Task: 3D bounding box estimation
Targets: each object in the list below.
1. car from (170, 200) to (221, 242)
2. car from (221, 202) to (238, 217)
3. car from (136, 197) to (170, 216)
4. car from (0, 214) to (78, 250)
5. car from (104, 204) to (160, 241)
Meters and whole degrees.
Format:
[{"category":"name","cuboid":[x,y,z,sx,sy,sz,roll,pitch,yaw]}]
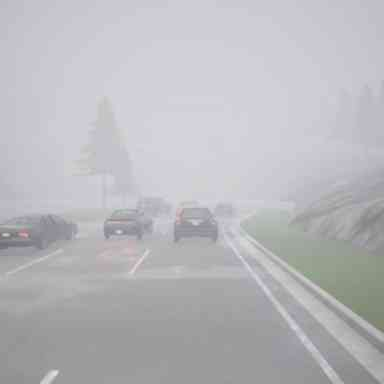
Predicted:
[{"category":"car","cuboid":[0.244,1.496,17.480,2.097,1.767,4.553,0,0,2]},{"category":"car","cuboid":[3.616,1.794,35.133,1.837,1.490,4.892,0,-1,16]},{"category":"car","cuboid":[-3.898,1.504,34.350,2.150,2.045,5.566,0,0,16]},{"category":"car","cuboid":[-6.858,1.670,14.883,2.033,1.411,5.357,0,0,1]},{"category":"car","cuboid":[-3.254,1.638,17.723,2.128,1.511,4.902,0,0,2]}]
